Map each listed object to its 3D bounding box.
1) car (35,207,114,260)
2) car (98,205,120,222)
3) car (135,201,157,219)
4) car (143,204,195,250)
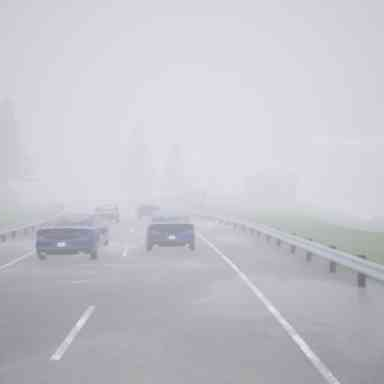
[{"bbox_3d":[-4.323,1.516,12.708,1.882,1.535,5.008,0,-1,-7],"label":"car"},{"bbox_3d":[-6.743,1.672,26.509,1.895,1.301,4.718,0,0,-13],"label":"car"},{"bbox_3d":[-4.012,1.548,30.008,1.882,1.535,5.008,0,0,-14],"label":"car"},{"bbox_3d":[-1.020,1.509,14.524,1.882,1.535,5.008,0,0,-7],"label":"car"}]
